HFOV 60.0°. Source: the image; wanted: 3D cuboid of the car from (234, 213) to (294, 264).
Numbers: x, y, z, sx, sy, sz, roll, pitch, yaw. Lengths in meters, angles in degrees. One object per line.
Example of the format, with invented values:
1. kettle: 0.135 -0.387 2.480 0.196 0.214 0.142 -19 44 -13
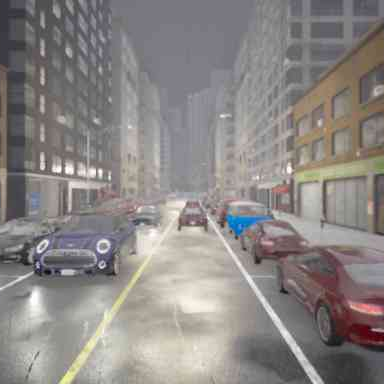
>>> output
1. car: 2.759 1.629 11.658 1.802 1.307 4.206 0 0 0

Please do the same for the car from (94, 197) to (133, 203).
1. car: -5.771 1.389 22.762 2.192 1.841 5.009 0 0 0

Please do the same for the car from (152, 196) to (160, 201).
1. car: -5.782 1.669 44.974 1.887 1.381 4.507 0 0 0

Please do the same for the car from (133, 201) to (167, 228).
1. car: -3.066 1.623 23.300 2.033 1.411 5.357 0 0 0

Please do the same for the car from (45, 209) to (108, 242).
1. car: -5.769 1.642 17.210 1.802 1.307 4.206 0 0 0

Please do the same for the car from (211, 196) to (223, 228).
1. car: 2.754 1.389 22.762 2.192 1.841 5.009 0 0 0

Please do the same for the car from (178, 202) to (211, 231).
1. car: 0.065 1.596 21.306 1.812 1.442 4.674 0 0 0

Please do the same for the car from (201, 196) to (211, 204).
1. car: 2.735 1.654 67.351 1.752 1.417 4.829 0 0 0

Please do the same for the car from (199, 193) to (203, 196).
1. car: 2.740 1.448 56.076 2.192 1.841 5.009 0 0 0

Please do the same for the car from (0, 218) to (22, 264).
1. car: -5.766 1.597 11.657 2.008 1.369 4.403 0 0 0

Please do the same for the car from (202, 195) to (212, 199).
1. car: 2.742 1.655 50.692 1.752 1.417 4.829 0 0 0

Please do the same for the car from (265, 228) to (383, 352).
1. car: 2.761 1.611 6.101 1.802 1.307 4.206 0 0 0

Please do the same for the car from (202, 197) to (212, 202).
1. car: 2.744 1.691 44.970 1.947 1.339 4.313 0 0 0

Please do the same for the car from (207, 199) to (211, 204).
1. car: 2.748 1.684 33.865 1.802 1.307 4.206 0 0 0

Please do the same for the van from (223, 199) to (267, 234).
1. van: 2.757 1.402 17.210 1.690 1.788 3.998 0 0 0

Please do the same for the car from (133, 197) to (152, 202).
1. car: -5.777 1.416 33.867 2.192 1.841 5.009 0 0 0

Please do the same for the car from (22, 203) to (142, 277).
1. car: -3.058 1.395 10.466 2.097 1.767 4.553 0 0 0

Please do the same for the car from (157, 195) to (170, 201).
1. car: -5.787 1.447 61.631 2.192 1.841 5.009 0 0 0

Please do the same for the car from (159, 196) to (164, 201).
1. car: -5.784 1.711 50.525 1.802 1.307 4.206 0 0 0

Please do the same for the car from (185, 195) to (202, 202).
1. car: 0.078 1.602 45.669 1.882 1.535 5.008 0 0 0
